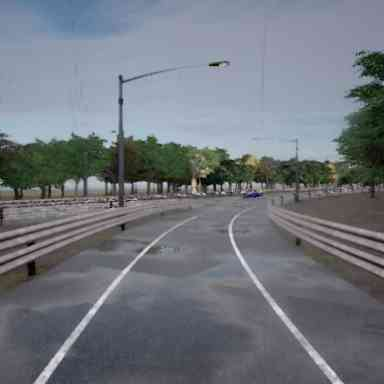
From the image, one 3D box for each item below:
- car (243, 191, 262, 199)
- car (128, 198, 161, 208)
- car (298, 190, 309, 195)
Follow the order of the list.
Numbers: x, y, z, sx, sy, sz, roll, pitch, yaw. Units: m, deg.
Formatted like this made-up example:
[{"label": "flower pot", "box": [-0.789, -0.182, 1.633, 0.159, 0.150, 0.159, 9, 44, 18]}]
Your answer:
[{"label": "car", "box": [12.063, 0.616, 65.830, 1.882, 1.535, 5.008, 0, 2, 40]}, {"label": "car", "box": [-6.028, 1.458, 44.474, 2.033, 1.411, 5.357, 0, 2, 40]}, {"label": "car", "box": [28.958, 0.011, 85.776, 1.895, 1.301, 4.718, 0, 2, 40]}]
